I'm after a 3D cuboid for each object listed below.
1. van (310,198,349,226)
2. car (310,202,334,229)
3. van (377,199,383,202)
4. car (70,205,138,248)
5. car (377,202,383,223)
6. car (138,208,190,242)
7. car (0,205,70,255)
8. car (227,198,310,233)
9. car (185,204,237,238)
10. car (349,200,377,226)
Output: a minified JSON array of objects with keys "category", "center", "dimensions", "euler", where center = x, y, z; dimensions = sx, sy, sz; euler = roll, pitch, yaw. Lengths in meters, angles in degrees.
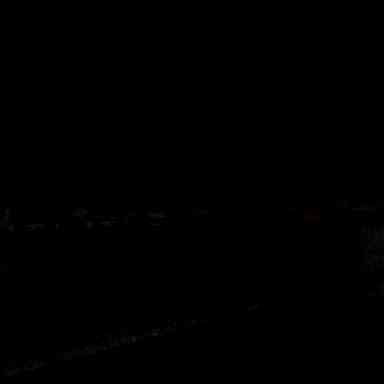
[{"category":"van","center":[8.983,1.514,24.968],"dimensions":[1.878,1.987,4.442],"euler":[1,-1,-36]},{"category":"car","center":[6.758,1.696,23.296],"dimensions":[1.946,1.575,5.366],"euler":[1,-1,-36]},{"category":"van","center":[20.157,1.733,33.228],"dimensions":[1.878,1.987,4.442],"euler":[1,-1,-36]},{"category":"car","center":[-4.639,1.389,15.352],"dimensions":[2.185,1.767,4.553],"euler":[1,-1,-36]},{"category":"car","center":[13.440,1.825,28.284],"dimensions":[2.231,1.521,4.892],"euler":[1,-1,-36]},{"category":"car","center":[-2.395,1.589,16.989],"dimensions":[2.002,1.452,4.674],"euler":[1,-1,-36]},{"category":"car","center":[-6.902,1.355,13.737],"dimensions":[2.185,1.767,4.553],"euler":[1,0,-36]},{"category":"car","center":[4.409,1.408,21.812],"dimensions":[2.435,2.045,5.566],"euler":[1,-1,-36]},{"category":"car","center":[-0.131,1.586,18.600],"dimensions":[2.231,1.521,4.892],"euler":[1,-1,-36]},{"category":"car","center":[11.193,1.529,26.653],"dimensions":[2.435,2.045,5.566],"euler":[1,-1,-36]}]
